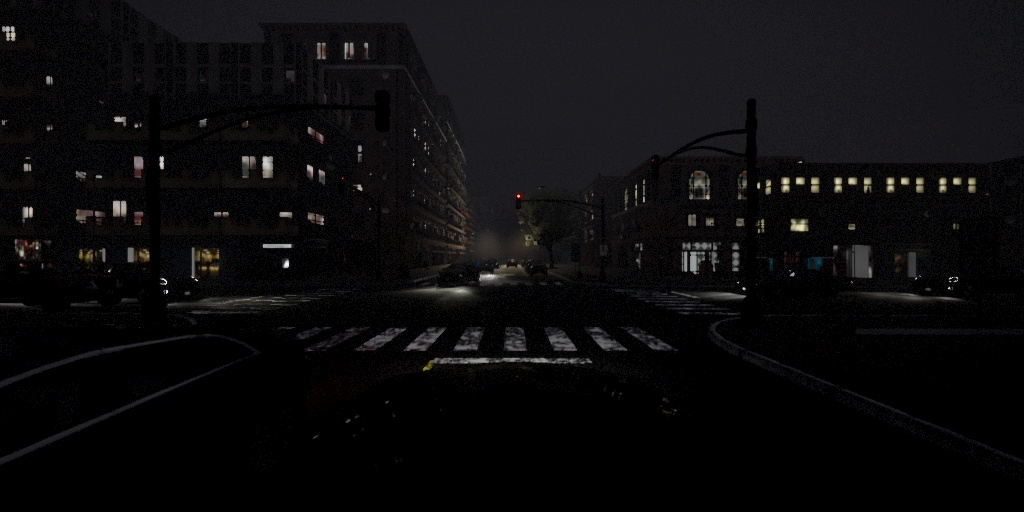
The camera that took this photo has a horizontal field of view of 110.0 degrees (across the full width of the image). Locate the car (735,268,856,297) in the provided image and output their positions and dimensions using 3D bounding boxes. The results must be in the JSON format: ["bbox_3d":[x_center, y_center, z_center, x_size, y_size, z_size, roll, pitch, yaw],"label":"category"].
[{"bbox_3d":[15.025,1.370,19.140,5.357,1.411,2.033,0,0,0],"label":"car"}]

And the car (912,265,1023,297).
[{"bbox_3d":[24.524,1.217,19.206,4.553,1.767,2.097,0,0,0],"label":"car"}]

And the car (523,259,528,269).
[{"bbox_3d":[2.693,1.225,42.538,1.967,1.591,4.097,0,0,0],"label":"car"}]

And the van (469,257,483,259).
[{"bbox_3d":[-5.688,1.144,53.933,1.690,1.789,3.998,0,0,0],"label":"van"}]

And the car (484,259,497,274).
[{"bbox_3d":[-3.098,1.385,41.979,1.895,1.301,4.718,0,0,0],"label":"car"}]

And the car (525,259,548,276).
[{"bbox_3d":[2.692,1.327,36.841,2.007,1.370,4.403,0,0,0],"label":"car"}]

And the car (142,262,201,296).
[{"bbox_3d":[-16.526,1.052,15.739,4.553,1.767,2.097,0,0,-1],"label":"car"}]

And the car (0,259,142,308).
[{"bbox_3d":[-17.276,1.012,13.123,5.009,1.841,2.192,0,0,0],"label":"car"}]

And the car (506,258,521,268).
[{"bbox_3d":[0.003,1.313,63.198,2.128,1.511,4.902,0,0,0],"label":"car"}]

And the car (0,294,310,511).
[{"bbox_3d":[-3.101,1.242,1.890,2.128,1.511,4.902,0,0,0],"label":"car"}]

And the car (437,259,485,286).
[{"bbox_3d":[-3.715,1.238,25.755,1.882,1.535,5.008,0,0,11],"label":"car"}]

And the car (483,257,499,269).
[{"bbox_3d":[-3.083,1.160,55.755,2.097,1.767,4.553,0,0,0],"label":"car"}]

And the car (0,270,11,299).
[{"bbox_3d":[-25.582,1.273,15.653,4.718,1.301,1.895,0,0,0],"label":"car"}]
